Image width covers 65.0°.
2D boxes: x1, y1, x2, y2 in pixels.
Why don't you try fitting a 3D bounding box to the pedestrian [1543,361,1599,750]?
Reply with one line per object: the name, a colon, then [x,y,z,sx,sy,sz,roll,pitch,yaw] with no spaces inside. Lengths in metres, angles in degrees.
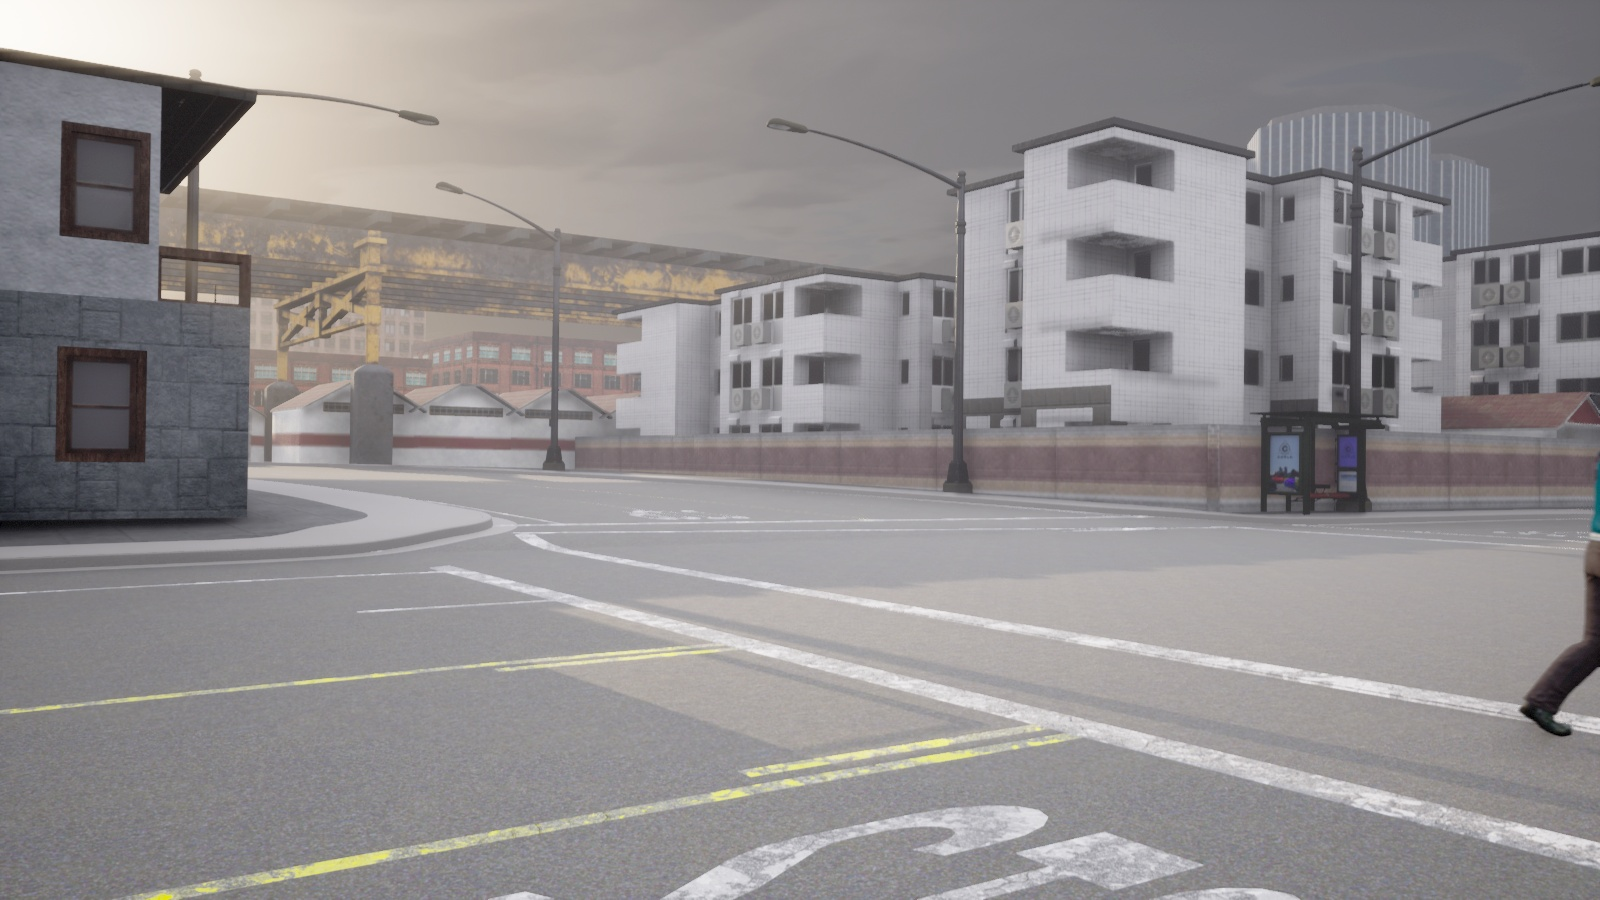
pedestrian: [4.193,0.523,6.355,0.692,1.930,0.396,0,-1,22]
